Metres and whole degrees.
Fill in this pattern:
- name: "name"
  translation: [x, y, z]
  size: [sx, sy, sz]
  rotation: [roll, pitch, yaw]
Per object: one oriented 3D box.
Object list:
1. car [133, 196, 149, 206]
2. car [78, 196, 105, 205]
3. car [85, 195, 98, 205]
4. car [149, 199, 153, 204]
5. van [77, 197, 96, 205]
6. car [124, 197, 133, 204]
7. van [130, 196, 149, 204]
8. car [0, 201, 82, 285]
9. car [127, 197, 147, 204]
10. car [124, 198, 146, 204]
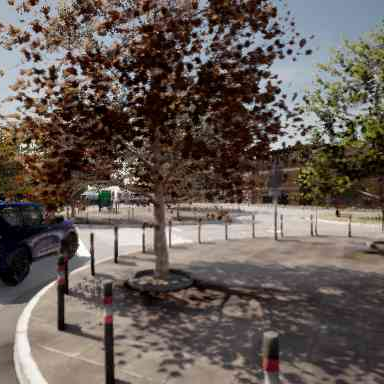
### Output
- name: "car"
  translation: [-9.593, 1.802, 63.159]
  size: [1.882, 1.535, 5.008]
  rotation: [0, -1, -7]
- name: "car"
  translation: [-22.366, 1.833, 74.042]
  size: [5.566, 2.045, 2.435]
  rotation: [0, -1, -24]
- name: "car"
  translation: [-20.141, 1.708, 69.055]
  size: [5.566, 2.045, 2.435]
  rotation: [0, -1, -24]
- name: "car"
  translation: [-10.531, 1.805, 77.485]
  size: [5.566, 2.045, 2.435]
  rotation: [0, -2, -24]
- name: "van"
  translation: [-26.788, 2.209, 84.297]
  size: [4.442, 1.987, 1.878]
  rotation: [0, -2, -24]
- name: "car"
  translation: [-12.792, 1.927, 72.992]
  size: [1.882, 1.535, 5.008]
  rotation: [0, -1, -24]
- name: "van"
  translation: [-13.113, 2.003, 83.110]
  size: [4.442, 1.987, 1.878]
  rotation: [0, -2, -24]
- name: "car"
  translation: [-5.274, 1.278, 9.818]
  size: [2.150, 2.045, 5.566]
  rotation: [0, -1, 1]
- name: "car"
  translation: [-14.258, 2.197, 85.920]
  size: [4.553, 1.767, 2.185]
  rotation: [0, -2, -24]
- name: "car"
  translation: [-15.235, 2.422, 88.671]
  size: [5.366, 1.575, 1.946]
  rotation: [0, -2, -24]
